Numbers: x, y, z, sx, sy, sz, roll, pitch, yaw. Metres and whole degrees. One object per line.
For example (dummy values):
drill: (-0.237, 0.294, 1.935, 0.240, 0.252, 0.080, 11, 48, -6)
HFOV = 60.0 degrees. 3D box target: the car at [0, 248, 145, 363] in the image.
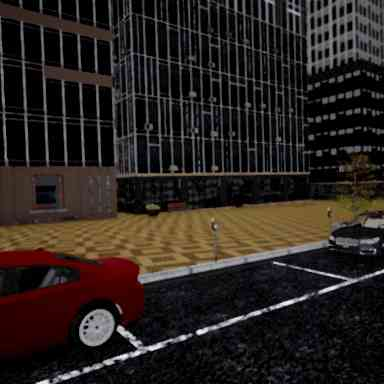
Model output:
car: (-2.855, 1.540, 4.536, 4.507, 1.381, 1.887, -2, 0, -35)

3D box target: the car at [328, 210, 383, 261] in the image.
car: (6.306, 1.308, 11.064, 4.403, 1.369, 2.008, -1, 0, -35)
